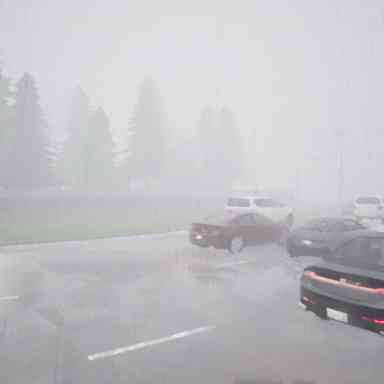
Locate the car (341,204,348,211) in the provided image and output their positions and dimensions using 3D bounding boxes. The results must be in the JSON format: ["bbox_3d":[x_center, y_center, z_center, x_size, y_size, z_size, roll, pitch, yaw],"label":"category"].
[{"bbox_3d":[16.446,1.686,33.054,1.994,1.385,4.181,0,0,44],"label":"car"}]

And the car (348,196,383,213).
[{"bbox_3d":[14.547,1.321,26.097,2.150,2.045,5.566,0,0,44],"label":"car"}]

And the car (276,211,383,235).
[{"bbox_3d":[5.216,1.608,12.070,4.181,1.385,1.994,0,0,-42],"label":"car"}]

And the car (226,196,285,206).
[{"bbox_3d":[4.237,1.291,20.606,2.150,2.045,5.566,0,-1,45],"label":"car"}]

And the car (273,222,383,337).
[{"bbox_3d":[3.995,1.515,6.074,4.902,1.511,2.128,0,0,-36],"label":"car"}]

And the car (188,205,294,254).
[{"bbox_3d":[2.101,1.525,13.815,5.008,1.535,1.882,1,0,-41],"label":"car"}]
